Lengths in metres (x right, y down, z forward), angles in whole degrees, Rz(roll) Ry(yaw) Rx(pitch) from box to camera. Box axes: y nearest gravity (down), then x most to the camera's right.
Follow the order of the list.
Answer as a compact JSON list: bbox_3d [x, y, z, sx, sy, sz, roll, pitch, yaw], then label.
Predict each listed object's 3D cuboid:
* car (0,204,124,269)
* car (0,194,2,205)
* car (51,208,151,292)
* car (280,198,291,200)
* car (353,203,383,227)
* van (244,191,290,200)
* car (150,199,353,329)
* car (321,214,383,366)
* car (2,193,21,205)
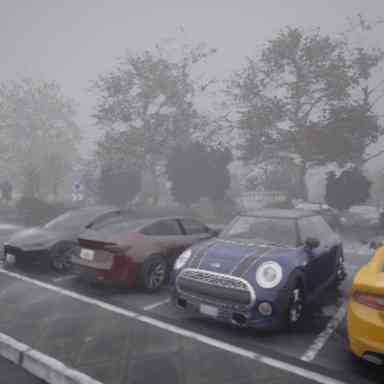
[{"bbox_3d":[-2.968,1.204,10.016,2.163,1.488,4.792,2,1,36],"label":"car"},{"bbox_3d":[-19.638,0.916,38.020,2.185,1.767,4.553,2,1,36],"label":"car"},{"bbox_3d":[-0.682,1.269,8.428,2.163,1.488,4.792,2,1,36],"label":"car"},{"bbox_3d":[6.836,1.269,19.100,2.002,1.452,4.674,2,1,36],"label":"car"},{"bbox_3d":[9.088,1.333,17.463,2.002,1.452,4.674,2,1,36],"label":"car"},{"bbox_3d":[4.603,0.944,20.563,1.878,1.987,4.442,1,2,36],"label":"van"},{"bbox_3d":[1.575,1.177,6.789,2.185,1.767,4.553,1,1,36],"label":"car"},{"bbox_3d":[3.799,1.360,5.128,2.097,1.535,5.008,1,1,36],"label":"car"},{"bbox_3d":[-17.420,1.126,36.366,2.097,1.535,5.008,2,1,36],"label":"car"}]
